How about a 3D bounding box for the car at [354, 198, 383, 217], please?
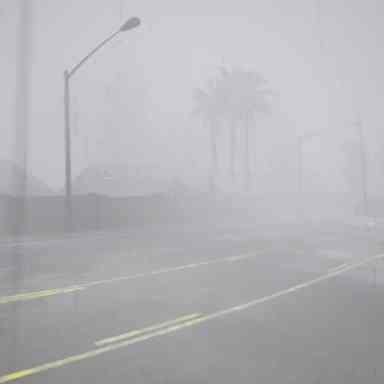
[{"bbox_3d":[20.436,1.705,37.771,5.566,2.045,2.150,1,-1,-44],"label":"car"}]
